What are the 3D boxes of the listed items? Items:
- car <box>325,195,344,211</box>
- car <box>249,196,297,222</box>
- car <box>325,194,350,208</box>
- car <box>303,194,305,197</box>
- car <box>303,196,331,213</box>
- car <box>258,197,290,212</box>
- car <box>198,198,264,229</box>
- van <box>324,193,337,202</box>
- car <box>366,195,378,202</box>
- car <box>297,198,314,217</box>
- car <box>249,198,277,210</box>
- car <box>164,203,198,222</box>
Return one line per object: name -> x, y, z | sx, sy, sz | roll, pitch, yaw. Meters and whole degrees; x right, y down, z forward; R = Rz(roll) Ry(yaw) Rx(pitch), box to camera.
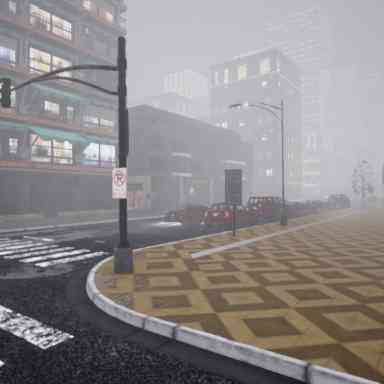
car -> 15.771, 1.415, 38.737 | 2.008, 1.369, 4.403 | -1, 0, 36
car -> 5.831, 1.215, 25.219 | 2.192, 1.841, 5.009 | -1, 0, 36
car -> 19.082, 1.167, 43.244 | 2.192, 1.841, 5.009 | -1, 0, 36
car -> 22.573, 1.439, 61.293 | 1.752, 1.417, 4.829 | -1, 0, 36
car -> 12.459, 1.421, 34.231 | 1.887, 1.381, 4.507 | -1, 0, 36
car -> 9.908, 1.416, 39.878 | 1.882, 1.535, 5.008 | -1, 0, 37
car -> 2.519, 1.352, 20.712 | 1.967, 1.590, 4.097 | -1, 0, 36
van -> 29.297, 1.229, 70.443 | 1.690, 1.788, 3.998 | -1, 0, 36
car -> 35.648, 1.334, 65.775 | 1.887, 1.381, 4.507 | -1, 0, 36
car -> 9.146, 1.471, 29.724 | 1.802, 1.307, 4.206 | -1, 0, 36
car -> 9.322, 1.489, 43.267 | 1.752, 1.417, 4.829 | -1, 0, 36
car -> -0.258, 1.538, 26.074 | 1.994, 1.385, 4.181 | -1, 0, 36
